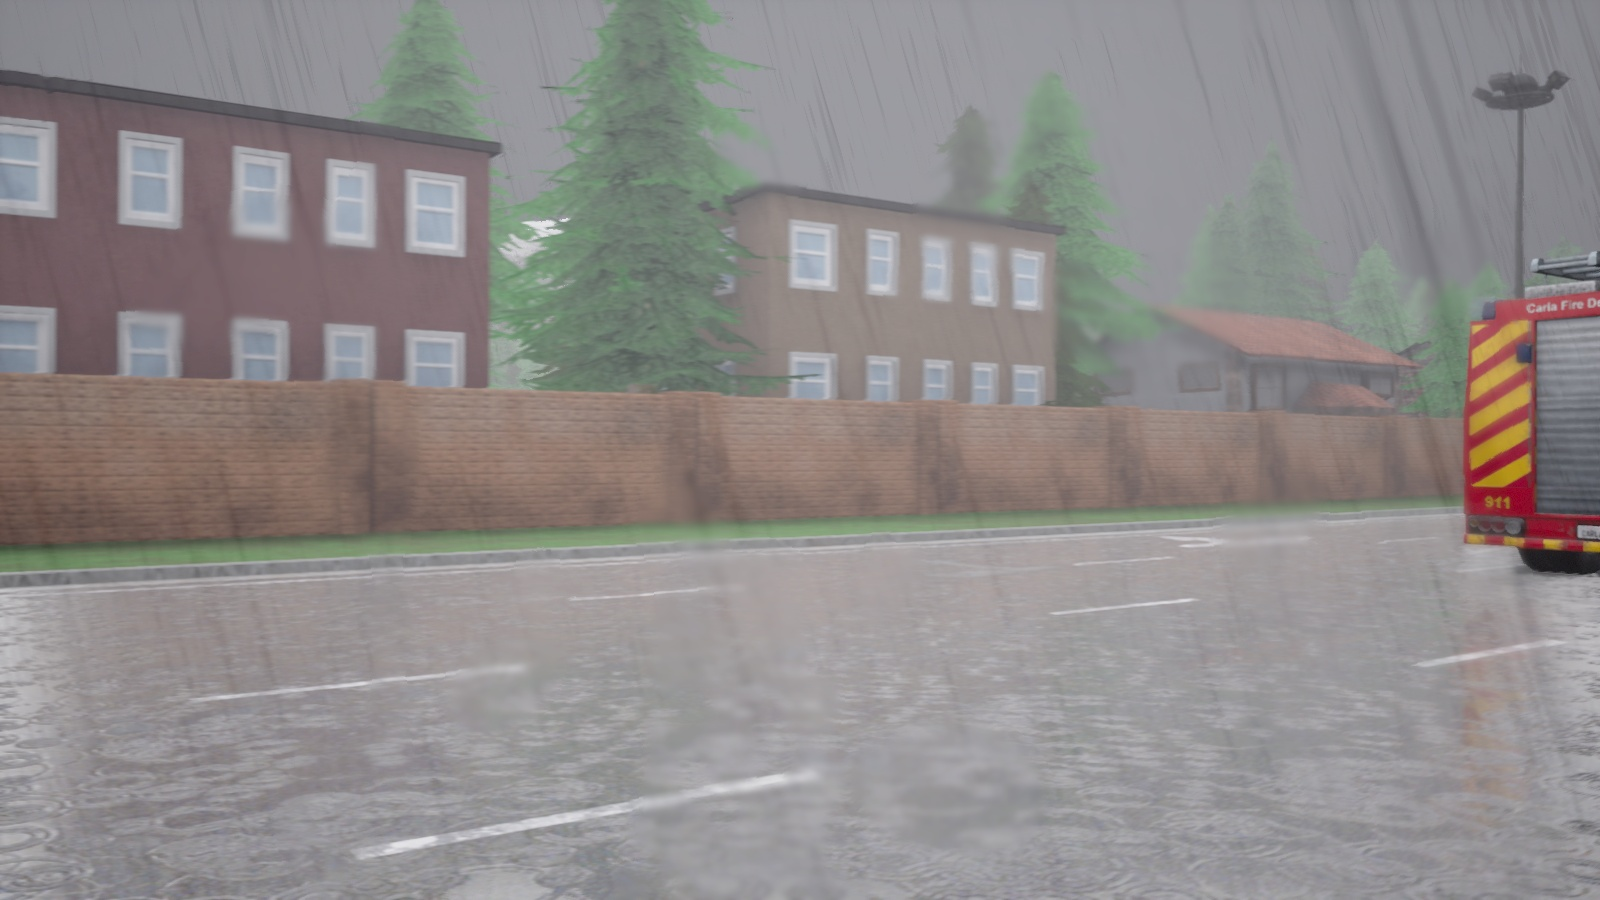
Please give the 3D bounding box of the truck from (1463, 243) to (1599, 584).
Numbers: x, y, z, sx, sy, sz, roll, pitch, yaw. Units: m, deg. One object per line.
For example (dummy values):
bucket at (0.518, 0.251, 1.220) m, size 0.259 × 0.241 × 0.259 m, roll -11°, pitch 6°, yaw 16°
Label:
truck at (12.397, -0.405, 16.557) m, size 8.468 × 3.827 × 2.891 m, roll 0°, pitch 0°, yaw -35°
